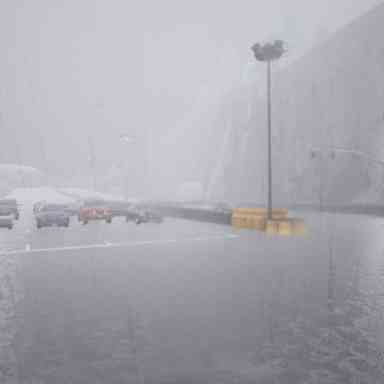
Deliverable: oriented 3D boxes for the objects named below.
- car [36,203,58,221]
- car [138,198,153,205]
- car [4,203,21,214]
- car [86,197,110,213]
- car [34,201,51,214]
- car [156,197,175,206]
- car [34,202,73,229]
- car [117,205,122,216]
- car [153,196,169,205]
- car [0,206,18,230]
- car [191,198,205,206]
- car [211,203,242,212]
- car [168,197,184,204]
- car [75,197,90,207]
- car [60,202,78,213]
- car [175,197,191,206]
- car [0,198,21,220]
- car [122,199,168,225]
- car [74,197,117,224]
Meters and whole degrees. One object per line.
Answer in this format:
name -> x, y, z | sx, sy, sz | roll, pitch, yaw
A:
car -> -14.431, 1.952, 32.966 | 1.837, 1.490, 4.892 | 0, -1, -26
car -> -10.028, 2.005, 71.958 | 1.994, 1.385, 4.181 | 0, 0, -26
car -> -23.991, 2.134, 44.564 | 1.895, 1.301, 4.718 | 0, 0, -26
car -> -13.190, 1.737, 46.383 | 2.150, 2.045, 5.566 | 0, 0, -26
car -> -19.730, 2.000, 43.808 | 1.882, 1.535, 5.008 | 0, 0, -26
car -> -5.445, 1.995, 62.595 | 1.882, 1.535, 5.008 | 0, 0, -26
car -> -10.513, 1.710, 25.030 | 2.097, 1.767, 4.553 | 0, -1, -26
car -> -7.997, 2.038, 35.747 | 1.895, 1.301, 4.718 | 0, -1, -26
car -> -6.871, 1.804, 73.469 | 2.097, 1.767, 4.553 | 0, 0, -26
car -> -13.828, 1.966, 23.830 | 1.895, 1.301, 4.718 | 0, -1, -26
car -> 0.840, 1.989, 65.677 | 1.882, 1.535, 5.008 | 0, 0, -26
car -> 3.664, 1.905, 36.281 | 1.812, 1.442, 4.674 | 0, -1, -26
car -> -3.740, 1.946, 75.035 | 1.837, 1.490, 4.892 | 0, 0, -26
car -> -19.858, 1.813, 60.197 | 1.882, 1.535, 5.008 | 0, 0, -26
car -> -17.392, 2.125, 47.003 | 1.895, 1.301, 4.718 | 0, 0, -26
car -> -2.484, 2.040, 64.508 | 1.812, 1.442, 4.674 | 0, 0, -26
car -> -18.127, 1.678, 32.545 | 2.150, 2.045, 5.566 | 0, 0, -26
car -> -4.016, 1.699, 27.685 | 2.097, 1.767, 4.553 | 0, -1, -26
car -> -8.455, 1.601, 28.749 | 2.150, 2.045, 5.566 | 0, -1, -26
